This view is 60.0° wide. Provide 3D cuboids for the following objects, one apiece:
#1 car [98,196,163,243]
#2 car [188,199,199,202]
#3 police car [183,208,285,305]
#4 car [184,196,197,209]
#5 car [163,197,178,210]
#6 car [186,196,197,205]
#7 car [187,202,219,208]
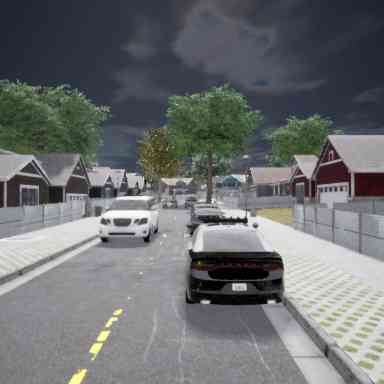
[{"bbox_3d":[-2.878,1.221,16.349,2.150,2.045,5.566,0,0,0],"label":"car"},{"bbox_3d":[0.785,1.502,24.190,1.837,1.490,4.892,0,0,0],"label":"car"},{"bbox_3d":[0.811,1.427,8.295,1.930,1.638,5.238,0,0,0],"label":"police car"},{"bbox_3d":[-0.041,1.481,46.094,2.128,1.511,4.902,0,0,0],"label":"car"},{"bbox_3d":[-2.823,1.481,43.902,2.128,1.511,4.902,0,0,0],"label":"car"},{"bbox_3d":[-0.097,1.515,60.490,1.812,1.442,4.674,0,0,0],"label":"car"},{"bbox_3d":[0.795,1.504,18.188,1.837,1.490,4.892,0,0,0],"label":"car"}]
